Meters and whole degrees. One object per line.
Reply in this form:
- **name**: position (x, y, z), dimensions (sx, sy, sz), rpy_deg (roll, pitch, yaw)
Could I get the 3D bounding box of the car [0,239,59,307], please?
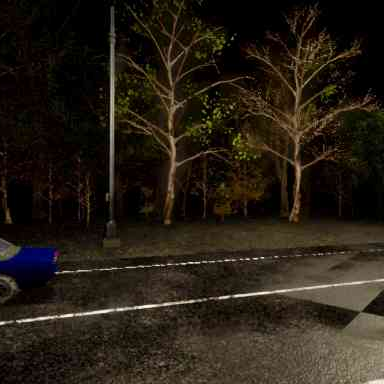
- **car**: position (-5.320, 1.593, 6.869), dimensions (4.718, 1.301, 1.895), rpy_deg (0, 0, -19)
